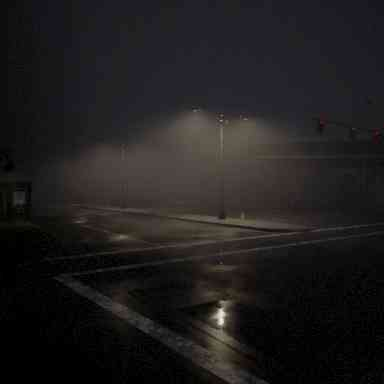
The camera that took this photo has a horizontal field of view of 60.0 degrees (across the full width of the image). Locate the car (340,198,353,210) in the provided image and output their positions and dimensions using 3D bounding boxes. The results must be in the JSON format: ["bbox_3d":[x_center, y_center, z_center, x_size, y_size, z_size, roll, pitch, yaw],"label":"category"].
[{"bbox_3d":[18.189,1.456,42.048,1.970,1.475,3.806,0,0,-35],"label":"car"}]

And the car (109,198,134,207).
[{"bbox_3d":[-11.061,1.564,50.741,1.994,1.385,4.181,0,0,-35],"label":"car"}]

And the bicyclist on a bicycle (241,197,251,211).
[{"bbox_3d":[6.346,1.430,39.768,1.656,1.620,0.582,-6,-7,-37],"label":"bicyclist on a bicycle"}]

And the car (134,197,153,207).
[{"bbox_3d":[-8.196,1.547,52.752,2.033,1.411,5.357,0,0,-35],"label":"car"}]

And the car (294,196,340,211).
[{"bbox_3d":[13.923,1.295,38.125,2.242,1.667,4.611,0,0,-35],"label":"car"}]
